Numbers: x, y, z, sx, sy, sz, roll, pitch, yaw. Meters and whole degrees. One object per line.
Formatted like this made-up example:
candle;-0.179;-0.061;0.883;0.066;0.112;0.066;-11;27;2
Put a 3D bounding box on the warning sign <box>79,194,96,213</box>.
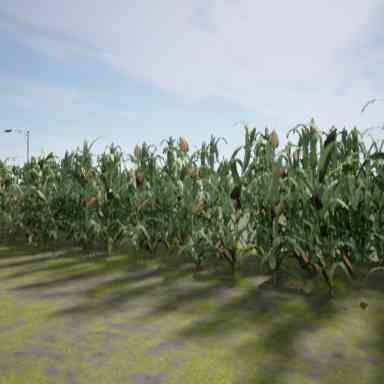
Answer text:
warning sign;-10.649;1.173;33.947;1.300;1.860;1.060;1;1;35
